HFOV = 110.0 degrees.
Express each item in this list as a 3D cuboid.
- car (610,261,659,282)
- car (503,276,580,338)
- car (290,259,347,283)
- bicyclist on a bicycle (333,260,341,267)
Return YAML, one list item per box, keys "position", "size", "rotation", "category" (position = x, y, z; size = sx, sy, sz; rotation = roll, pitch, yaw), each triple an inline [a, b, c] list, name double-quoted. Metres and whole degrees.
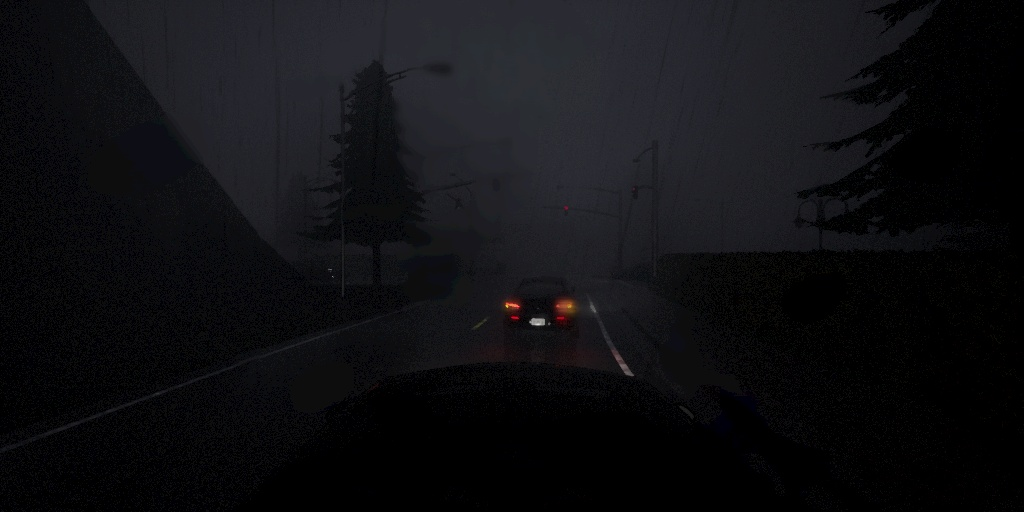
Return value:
- position: [10.423, 1.297, 27.850]
  size: [5.357, 1.411, 2.033]
  rotation: [0, 0, 8]
  category: "car"
- position: [0.927, 1.276, 10.119]
  size: [1.812, 1.442, 4.674]
  rotation: [0, 0, 9]
  category: "car"
- position: [-15.324, 1.102, 27.986]
  size: [4.553, 1.767, 2.097]
  rotation: [0, 0, 9]
  category: "car"
- position: [-17.340, 1.203, 35.410]
  size: [0.582, 1.620, 1.656]
  rotation: [0, 0, 8]
  category: "bicyclist on a bicycle"
